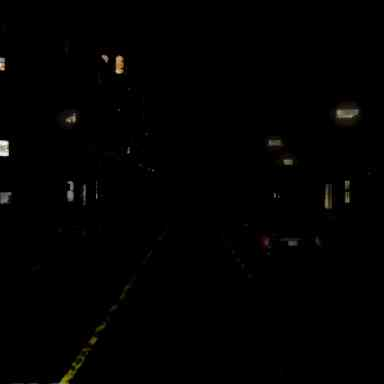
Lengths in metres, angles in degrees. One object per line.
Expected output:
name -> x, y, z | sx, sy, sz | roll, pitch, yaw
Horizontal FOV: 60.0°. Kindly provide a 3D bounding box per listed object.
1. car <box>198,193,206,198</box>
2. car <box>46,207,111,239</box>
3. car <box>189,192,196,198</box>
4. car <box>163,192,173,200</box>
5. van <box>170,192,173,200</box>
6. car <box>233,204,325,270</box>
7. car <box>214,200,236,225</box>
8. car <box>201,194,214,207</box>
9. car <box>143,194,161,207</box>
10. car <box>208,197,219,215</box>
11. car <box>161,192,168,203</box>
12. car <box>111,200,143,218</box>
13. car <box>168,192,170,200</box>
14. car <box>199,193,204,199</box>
car -> 2.724, 0.996, 90.559 | 2.008, 1.369, 4.403 | -1, 0, 0
car -> -5.689, 1.465, 16.496 | 2.008, 1.369, 4.403 | -1, 0, 0
car -> 0.043, 0.975, 94.995 | 1.994, 1.385, 4.181 | 0, 0, 0
car -> -5.665, 0.833, 79.154 | 2.192, 1.841, 5.009 | -1, 0, 0
van -> -5.667, 0.892, 73.460 | 1.690, 1.788, 3.998 | -1, 0, 0
car -> 2.688, 1.385, 10.807 | 1.967, 1.590, 4.097 | -1, 0, 0
car -> 2.694, 1.448, 22.201 | 1.802, 1.307, 4.206 | -1, 0, 0
car -> 2.704, 1.265, 44.987 | 2.008, 1.369, 4.403 | -1, 0, 0
car -> -5.677, 1.250, 44.808 | 1.752, 1.417, 4.829 | -1, 0, 0
car -> 2.696, 1.378, 27.898 | 2.008, 1.369, 4.403 | -1, 0, 0
car -> -5.674, 1.092, 56.370 | 1.967, 1.590, 4.097 | -1, 0, 0
car -> -5.684, 1.387, 27.889 | 2.008, 1.369, 4.403 | -1, 0, 0
car -> -5.670, 1.144, 61.897 | 1.752, 1.417, 4.829 | -1, 0, 0
car -> 2.721, 1.059, 84.864 | 1.802, 1.307, 4.206 | -1, 0, 0
